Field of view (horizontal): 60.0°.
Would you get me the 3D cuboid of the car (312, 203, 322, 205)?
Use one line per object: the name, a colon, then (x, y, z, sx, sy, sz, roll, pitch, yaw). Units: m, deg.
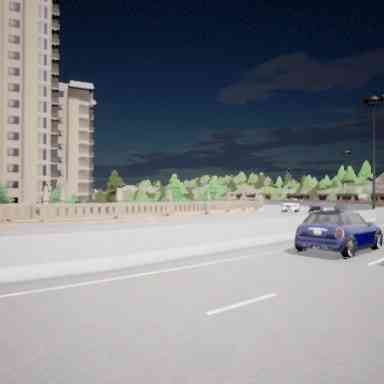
car: (19.186, 2.430, 51.059, 2.033, 1.411, 5.357, 0, -1, 24)

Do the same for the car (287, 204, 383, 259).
car: (6.220, 1.566, 13.889, 4.553, 1.767, 2.097, 1, -1, -44)

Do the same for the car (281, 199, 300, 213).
car: (14.934, 2.052, 50.123, 2.150, 2.045, 5.566, 0, -1, 24)
